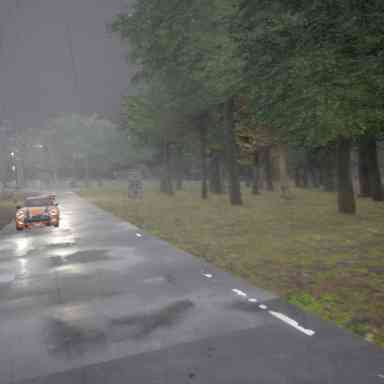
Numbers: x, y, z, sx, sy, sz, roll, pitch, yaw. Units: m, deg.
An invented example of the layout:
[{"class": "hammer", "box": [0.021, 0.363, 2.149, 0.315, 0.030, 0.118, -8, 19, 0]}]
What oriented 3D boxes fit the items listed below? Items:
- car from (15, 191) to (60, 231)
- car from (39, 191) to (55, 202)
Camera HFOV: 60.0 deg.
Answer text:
[{"class": "car", "box": [-8.784, 1.072, 19.079, 2.097, 1.767, 4.553, -4, 2, -23]}, {"class": "car", "box": [-19.908, 0.586, 45.795, 1.895, 1.301, 4.718, -4, 3, -23]}]
